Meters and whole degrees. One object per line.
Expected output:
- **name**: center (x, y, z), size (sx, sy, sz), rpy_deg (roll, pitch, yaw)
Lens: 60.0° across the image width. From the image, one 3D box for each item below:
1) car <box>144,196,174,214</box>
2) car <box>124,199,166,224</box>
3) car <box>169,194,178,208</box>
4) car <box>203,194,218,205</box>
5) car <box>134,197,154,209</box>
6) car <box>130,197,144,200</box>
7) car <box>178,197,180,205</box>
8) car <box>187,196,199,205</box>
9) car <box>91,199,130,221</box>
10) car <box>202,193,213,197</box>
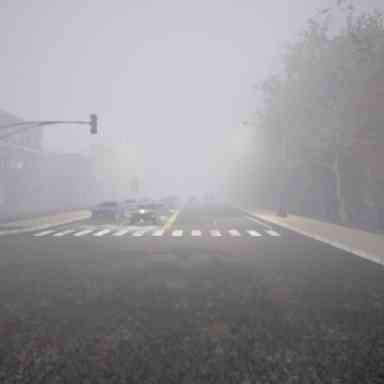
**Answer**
- **car**: center (-3.323, 1.445, 34.355), size (2.128, 1.511, 4.902), rpy_deg (0, 0, 0)
- **car**: center (-3.334, 1.515, 24.743), size (2.033, 1.411, 5.357), rpy_deg (0, 0, 0)
- **car**: center (-3.309, 1.418, 44.267), size (1.882, 1.535, 5.008), rpy_deg (0, 0, 0)
- **car**: center (3.387, 1.523, 56.385), size (1.895, 1.301, 4.718), rpy_deg (0, 0, 0)
- **car**: center (-6.551, 1.429, 46.052), size (2.128, 1.511, 4.902), rpy_deg (0, 0, 0)
- **car**: center (-6.575, 1.477, 35.925), size (1.812, 1.442, 4.674), rpy_deg (0, 0, 0)
- **car**: center (-3.241, 1.274, 56.573), size (2.097, 1.767, 4.553), rpy_deg (0, 0, 0)
- **car**: center (0.141, 1.399, 57.269), size (1.882, 1.535, 5.008), rpy_deg (0, 0, 0)
- **car**: center (-6.583, 1.442, 26.662), size (1.882, 1.535, 5.008), rpy_deg (0, 0, 0)
- **car**: center (3.299, 1.128, 66.568), size (2.150, 2.045, 5.566), rpy_deg (0, 0, 0)
